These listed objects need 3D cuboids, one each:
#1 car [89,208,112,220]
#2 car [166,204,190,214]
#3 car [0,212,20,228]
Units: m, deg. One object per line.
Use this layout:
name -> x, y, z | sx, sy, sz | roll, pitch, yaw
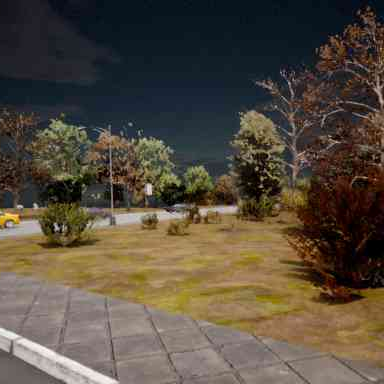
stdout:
car -> -11.314, 2.464, 36.592 | 2.033, 1.411, 5.357 | -3, -2, 32
car -> -1.881, 2.564, 51.584 | 2.033, 1.411, 5.357 | -3, -2, 32
car -> -17.073, 2.369, 27.674 | 1.882, 1.535, 5.008 | -3, -2, 33
